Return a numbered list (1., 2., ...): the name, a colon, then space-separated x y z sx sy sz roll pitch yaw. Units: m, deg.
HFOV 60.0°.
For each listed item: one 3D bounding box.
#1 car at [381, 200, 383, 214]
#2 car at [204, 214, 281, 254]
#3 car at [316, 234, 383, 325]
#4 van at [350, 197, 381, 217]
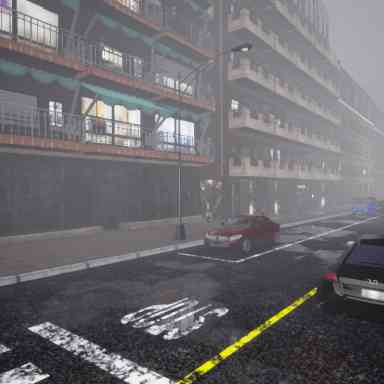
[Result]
1. car: 19.598 1.568 35.429 1.802 1.307 4.206 -1 -1 38
2. car: 2.190 1.574 13.491 1.802 1.307 4.206 -1 -1 38
3. car: 4.065 1.561 6.738 1.994 1.385 4.181 0 0 38
4. van: 16.075 1.327 30.993 1.690 1.788 3.998 -1 -1 38
